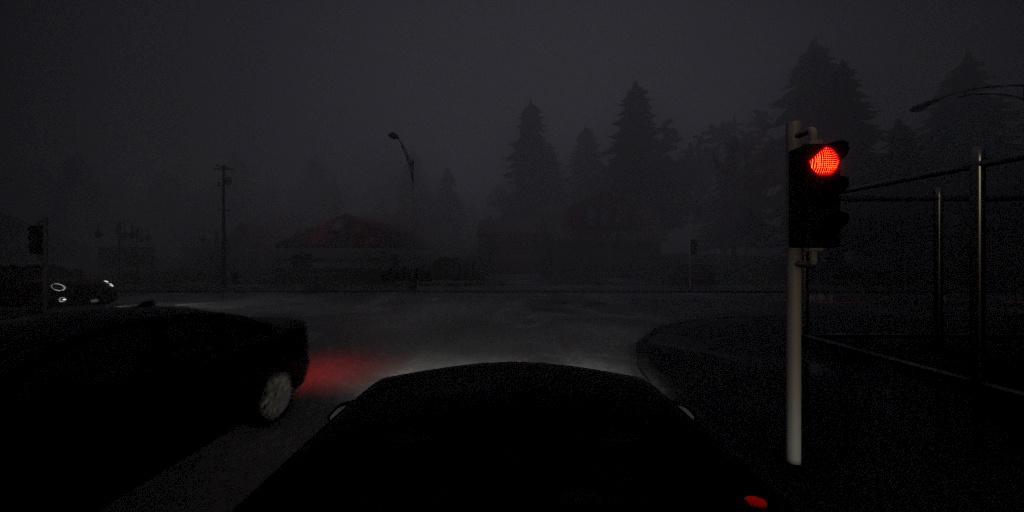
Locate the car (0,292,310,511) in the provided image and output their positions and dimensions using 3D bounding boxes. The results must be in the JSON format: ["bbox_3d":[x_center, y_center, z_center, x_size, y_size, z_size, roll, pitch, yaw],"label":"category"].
[{"bbox_3d":[-3.784,1.227,2.858,1.882,1.535,5.008,0,0,2],"label":"car"}]

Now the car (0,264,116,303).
[{"bbox_3d":[-17.969,1.102,13.519,4.553,1.767,2.097,0,0,0],"label":"car"}]
